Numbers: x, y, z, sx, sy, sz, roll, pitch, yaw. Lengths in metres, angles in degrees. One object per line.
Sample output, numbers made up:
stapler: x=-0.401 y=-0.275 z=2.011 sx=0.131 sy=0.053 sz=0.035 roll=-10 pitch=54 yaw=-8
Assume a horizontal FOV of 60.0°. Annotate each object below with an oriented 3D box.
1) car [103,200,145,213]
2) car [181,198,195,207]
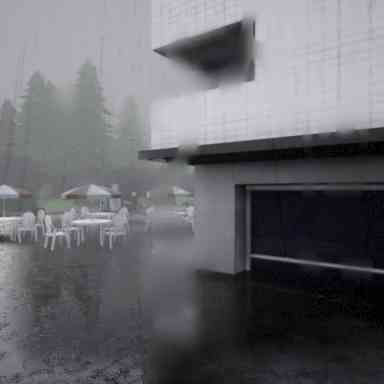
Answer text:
car: x=-6.847 y=1.515 z=33.665 sx=1.812 sy=1.442 sz=4.674 roll=0 pitch=0 yaw=35
car: x=0.168 y=1.552 z=50.655 sx=1.994 sy=1.385 sz=4.181 roll=0 pitch=0 yaw=36
